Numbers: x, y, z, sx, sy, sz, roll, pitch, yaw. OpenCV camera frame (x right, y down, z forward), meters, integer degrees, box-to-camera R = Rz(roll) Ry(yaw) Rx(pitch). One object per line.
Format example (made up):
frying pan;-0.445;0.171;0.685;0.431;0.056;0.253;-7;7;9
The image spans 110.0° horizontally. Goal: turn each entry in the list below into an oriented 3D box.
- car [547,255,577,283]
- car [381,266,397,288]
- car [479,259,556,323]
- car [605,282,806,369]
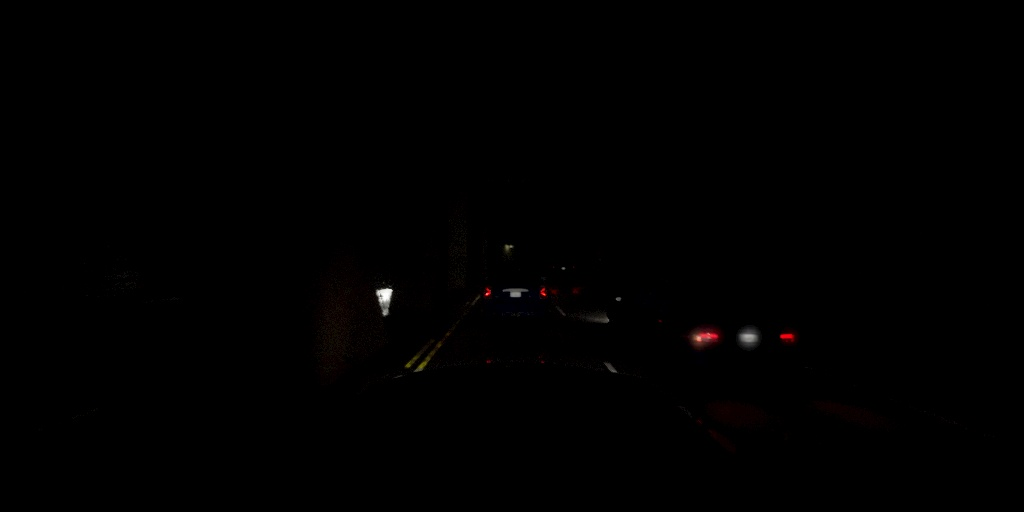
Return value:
car;3.606;0.956;27.796;2.150;2.045;5.566;0;0;0
car;-7.092;1.301;23.742;1.994;1.385;4.181;0;0;0
car;0.103;1.096;12.173;2.097;1.767;4.553;0;0;0
car;3.602;1.294;7.954;2.033;1.411;5.357;0;0;0
